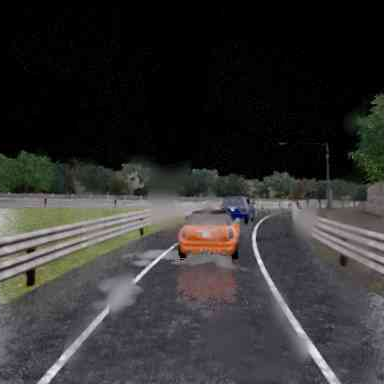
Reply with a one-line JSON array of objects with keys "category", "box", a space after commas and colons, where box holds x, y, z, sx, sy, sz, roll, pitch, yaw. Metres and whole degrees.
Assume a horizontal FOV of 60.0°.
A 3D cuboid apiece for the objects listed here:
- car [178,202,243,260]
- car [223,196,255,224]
[{"category": "car", "box": [0.825, 1.462, 13.147, 2.097, 1.767, 4.553, 0, 0, 9]}, {"category": "car", "box": [3.700, 1.364, 26.659, 2.150, 2.045, 5.566, -1, 0, 17]}]
